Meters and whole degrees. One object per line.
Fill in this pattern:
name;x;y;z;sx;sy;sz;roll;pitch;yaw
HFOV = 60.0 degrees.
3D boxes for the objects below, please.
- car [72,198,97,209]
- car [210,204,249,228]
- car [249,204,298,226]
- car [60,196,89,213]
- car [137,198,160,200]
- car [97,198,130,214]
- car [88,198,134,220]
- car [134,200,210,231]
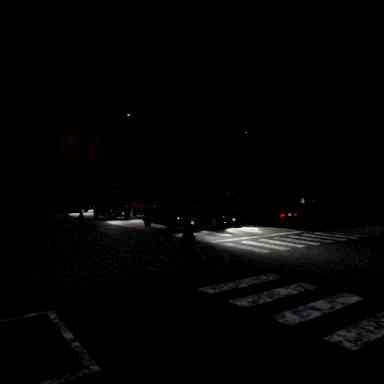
car;-14.430;1.534;44.475;1.895;1.301;4.718;0;0;-35
car;1.446;1.538;22.303;1.994;1.385;4.181;0;0;-36
car;4.846;1.518;23.489;2.033;1.411;5.357;0;0;-36
car;-13.118;1.495;37.009;2.033;1.411;5.357;0;0;-36
car;-3.540;1.313;29.248;2.097;1.767;4.553;0;0;-36
car;-8.669;1.473;36.404;1.812;1.442;4.674;0;0;-36
car;-6.898;1.468;28.352;1.837;1.490;4.892;0;0;-36
car;-1.407;1.469;20.706;2.128;1.511;4.902;0;0;-36
